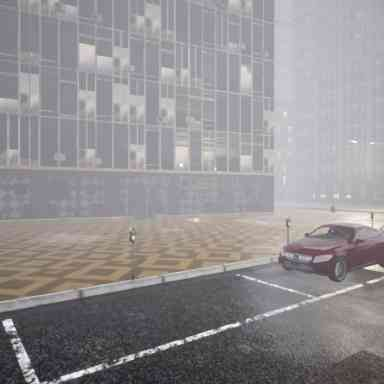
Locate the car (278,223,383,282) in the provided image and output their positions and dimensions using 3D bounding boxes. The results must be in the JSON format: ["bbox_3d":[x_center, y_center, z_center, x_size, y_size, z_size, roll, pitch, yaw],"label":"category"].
[{"bbox_3d":[4.325,1.579,9.657,4.206,1.307,1.802,0,0,-36],"label":"car"}]
